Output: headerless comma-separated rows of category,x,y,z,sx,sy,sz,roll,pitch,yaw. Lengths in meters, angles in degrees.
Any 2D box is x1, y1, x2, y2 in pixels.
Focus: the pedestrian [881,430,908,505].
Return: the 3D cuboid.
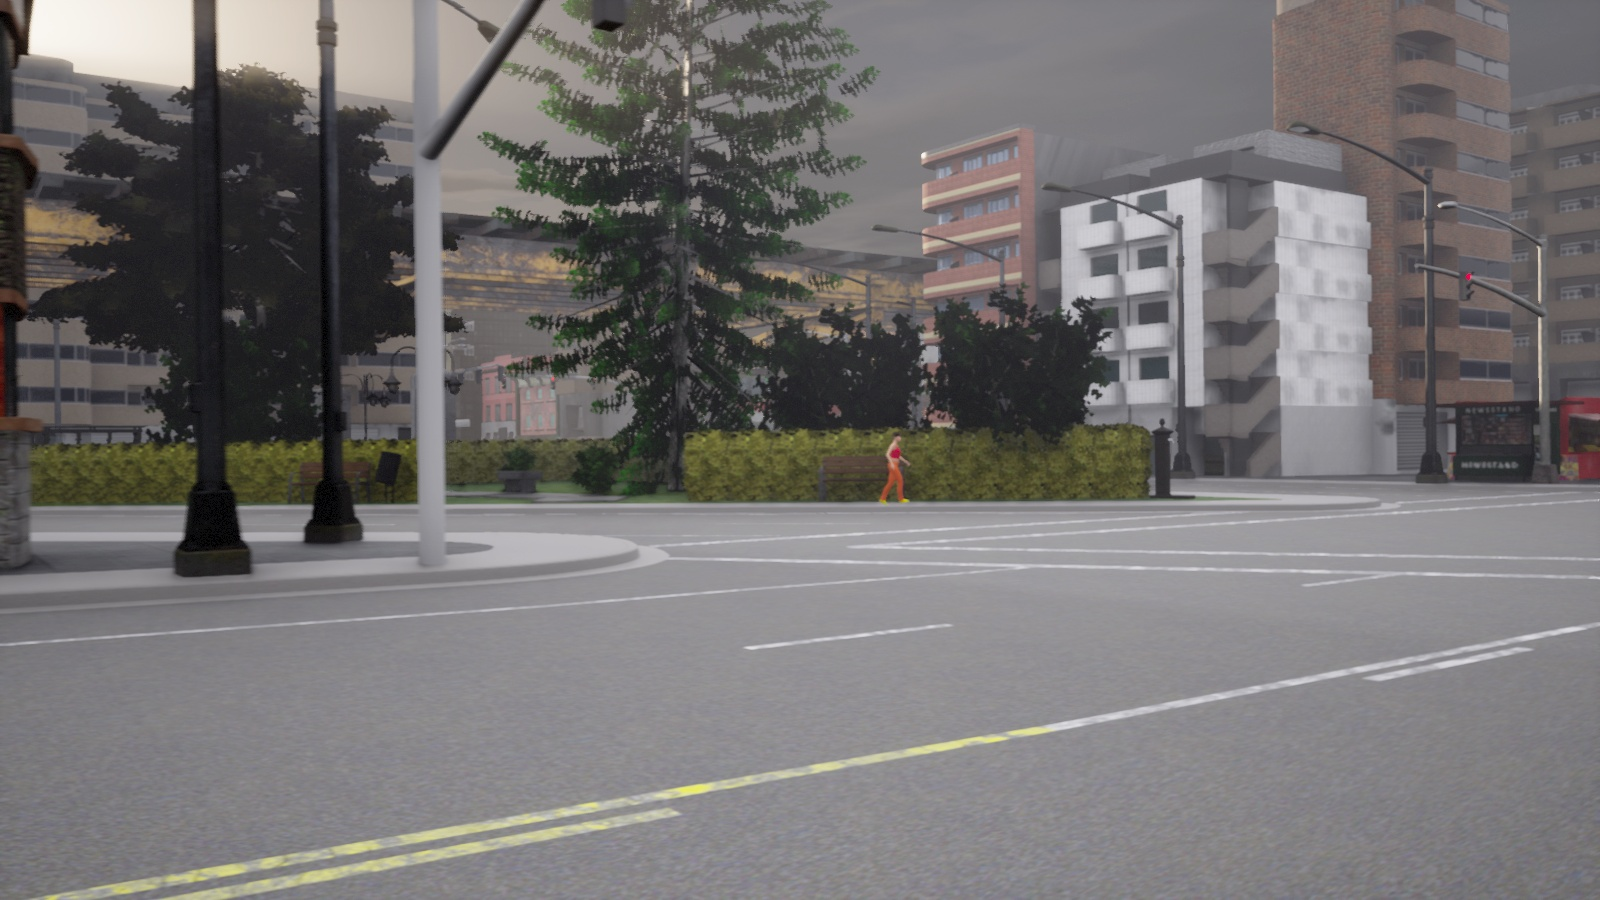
pedestrian,2.337,0.427,31.181,0.594,1.836,0.345,-1,0,13
